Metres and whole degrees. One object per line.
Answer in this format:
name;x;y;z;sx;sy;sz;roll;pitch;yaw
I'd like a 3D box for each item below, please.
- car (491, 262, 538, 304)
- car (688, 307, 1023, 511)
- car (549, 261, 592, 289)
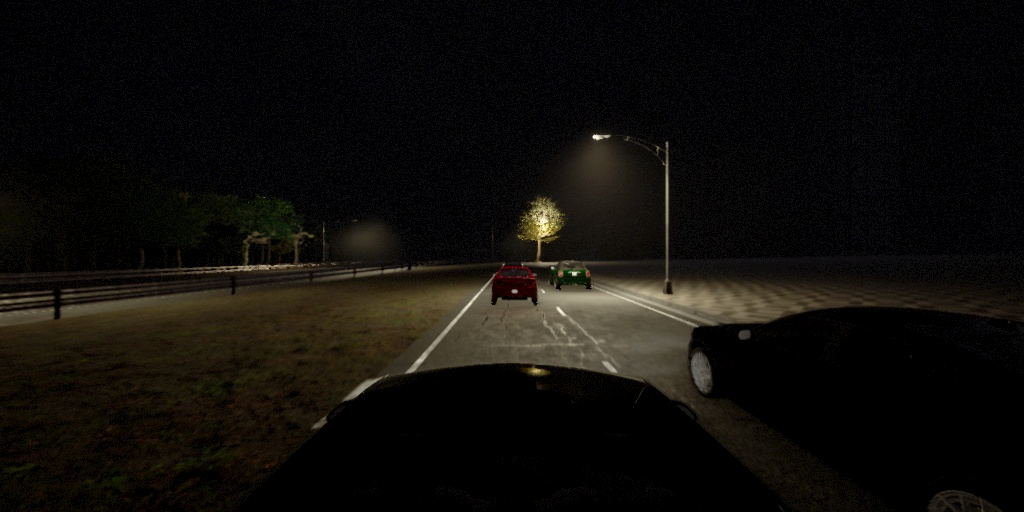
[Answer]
car;0.112;1.217;16.326;1.882;1.535;5.008;0;0;0
car;3.599;1.227;3.457;1.882;1.535;5.008;0;0;0
car;3.600;1.087;22.796;2.097;1.767;4.553;0;0;0
